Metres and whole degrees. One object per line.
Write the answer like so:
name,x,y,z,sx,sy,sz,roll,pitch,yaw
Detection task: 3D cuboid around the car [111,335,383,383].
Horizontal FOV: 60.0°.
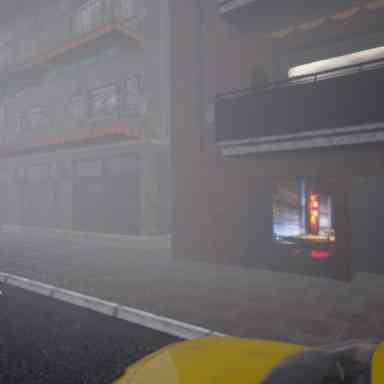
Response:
car,1.421,1.525,1.885,4.829,1.417,1.752,0,-1,35
